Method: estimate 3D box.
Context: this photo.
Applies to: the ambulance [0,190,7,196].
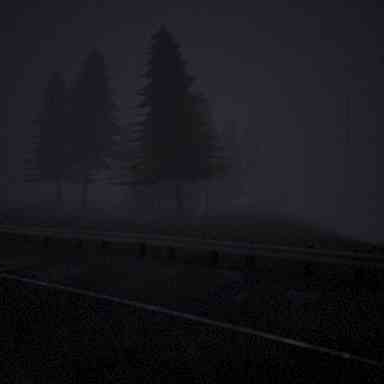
[{"bbox_3d":[-45.790,0.826,77.750,2.351,2.431,6.366,0,0,-2],"label":"ambulance"}]
